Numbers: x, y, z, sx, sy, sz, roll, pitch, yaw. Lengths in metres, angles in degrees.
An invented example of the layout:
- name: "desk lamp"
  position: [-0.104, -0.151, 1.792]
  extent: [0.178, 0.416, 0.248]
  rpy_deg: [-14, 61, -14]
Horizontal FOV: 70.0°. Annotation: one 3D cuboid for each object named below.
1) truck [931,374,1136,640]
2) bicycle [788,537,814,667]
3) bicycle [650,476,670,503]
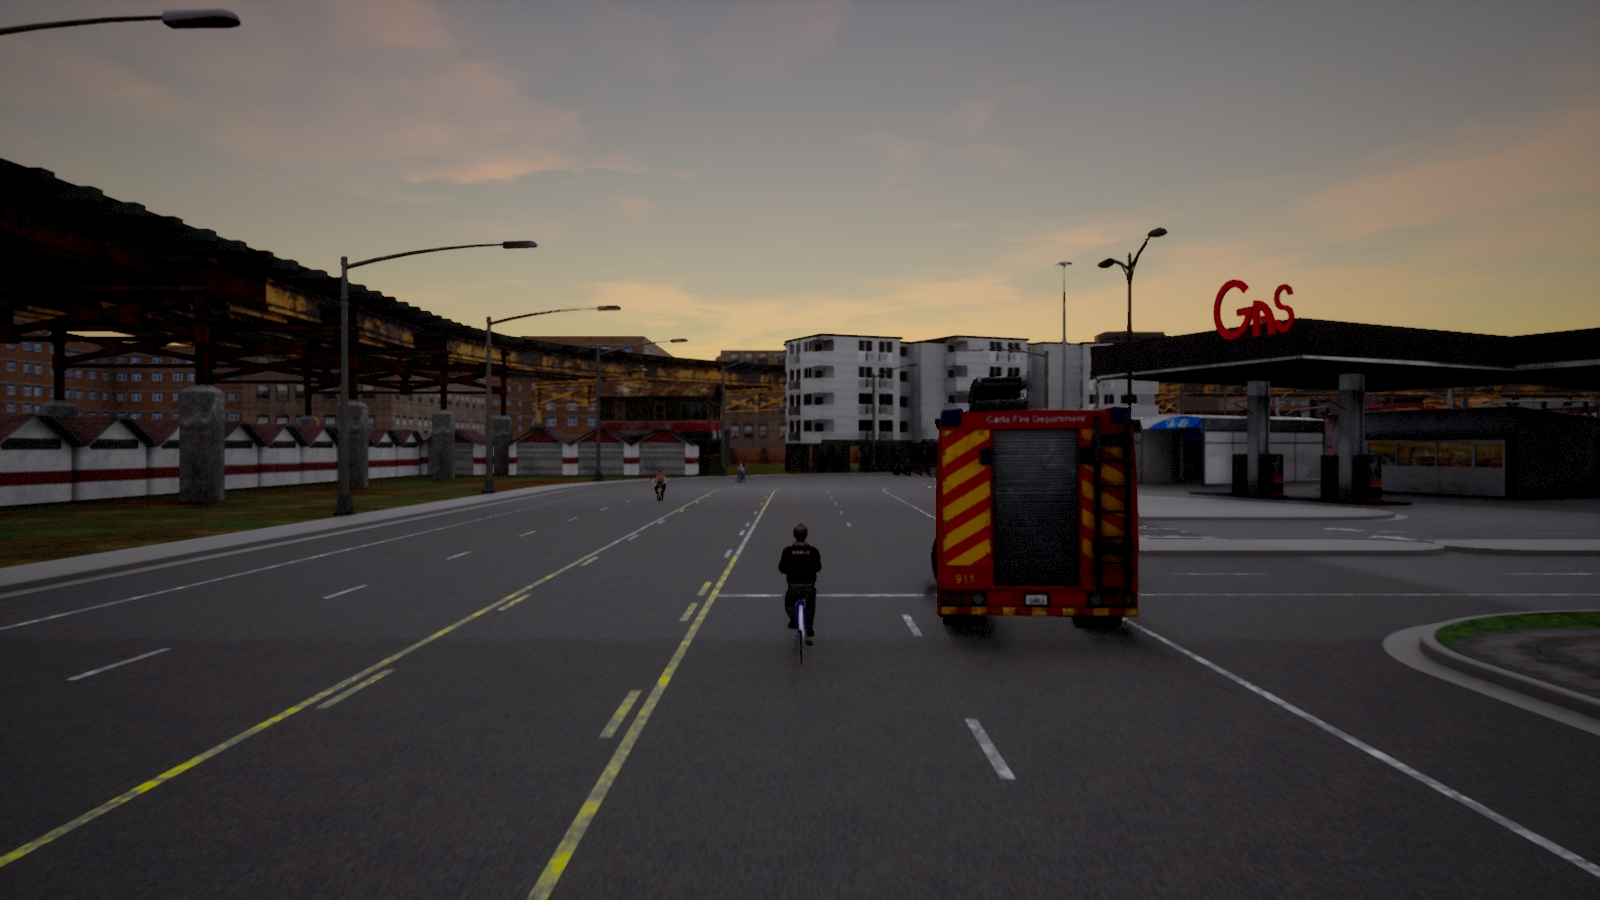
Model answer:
- name: "truck"
  position: [3.948, 0.820, 20.803]
  extent: [2.891, 3.827, 8.468]
  rpy_deg: [-1, 0, 8]
- name: "bicycle"
  position: [0.003, 1.994, 15.372]
  extent: [0.329, 1.496, 1.835]
  rpy_deg: [0, 0, 0]
- name: "bicycle"
  position: [-6.987, 1.961, 57.041]
  extent: [0.859, 1.301, 1.487]
  rpy_deg: [0, 0, 0]
